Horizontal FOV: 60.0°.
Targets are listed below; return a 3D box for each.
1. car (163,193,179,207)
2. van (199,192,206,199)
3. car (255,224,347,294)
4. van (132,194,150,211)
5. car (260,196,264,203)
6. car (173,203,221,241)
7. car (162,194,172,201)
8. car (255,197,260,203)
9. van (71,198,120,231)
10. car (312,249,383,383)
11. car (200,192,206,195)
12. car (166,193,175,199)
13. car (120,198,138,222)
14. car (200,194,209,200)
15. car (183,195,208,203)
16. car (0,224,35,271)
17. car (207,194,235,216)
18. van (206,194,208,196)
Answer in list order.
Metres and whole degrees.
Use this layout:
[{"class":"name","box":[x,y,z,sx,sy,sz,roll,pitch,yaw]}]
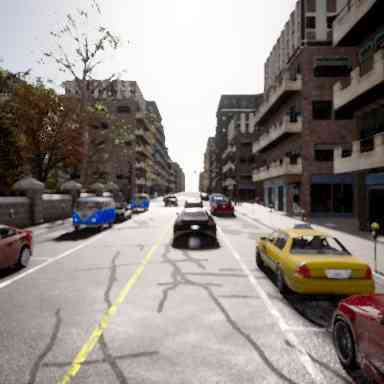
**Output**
[{"class":"car","box":[-2.895,1.243,46.787,1.837,1.490,4.892,0,0,0]},{"class":"van","box":[2.922,0.829,90.823,1.690,1.788,3.998,1,0,0]},{"class":"car","box":[2.723,1.476,8.505,1.752,1.417,4.829,1,0,0]},{"class":"van","box":[-5.555,1.136,35.972,1.690,1.788,3.998,1,0,0]},{"class":"car","box":[13.665,1.271,53.676,4.313,1.339,1.947,0,-1,1]},{"class":"car","box":[0.136,1.470,16.192,1.994,1.385,4.181,0,0,0]},{"class":"car","box":[-5.501,1.108,73.747,1.752,1.417,4.829,1,0,0]},{"class":"car","box":[13.789,1.246,62.057,4.097,1.590,1.967,0,-1,1]},{"class":"van","box":[-5.636,1.230,19.401,1.690,1.788,3.998,1,0,0]},{"class":"car","box":[2.709,1.565,2.812,1.802,1.307,4.206,1,0,0]},{"class":"car","box":[2.878,1.147,73.898,1.947,1.339,4.313,1,0,0]},{"class":"car","box":[-5.473,0.959,85.202,1.967,1.590,4.097,1,0,0]},{"class":"car","box":[-5.602,1.423,24.926,1.947,1.339,4.313,1,0,0]},{"class":"car","box":[2.892,1.101,79.540,2.008,1.369,4.403,1,0,0]},{"class":"car","box":[0.178,1.303,32.941,2.128,1.511,4.902,0,0,0]},{"class":"car","box":[-5.658,1.496,8.356,1.887,1.381,4.507,1,0,0]},{"class":"car","box":[2.746,1.266,30.428,1.967,1.590,4.097,1,0,0]},{"class":"van","box":[2.759,1.136,35.951,1.690,1.788,3.998,1,0,0]}]
